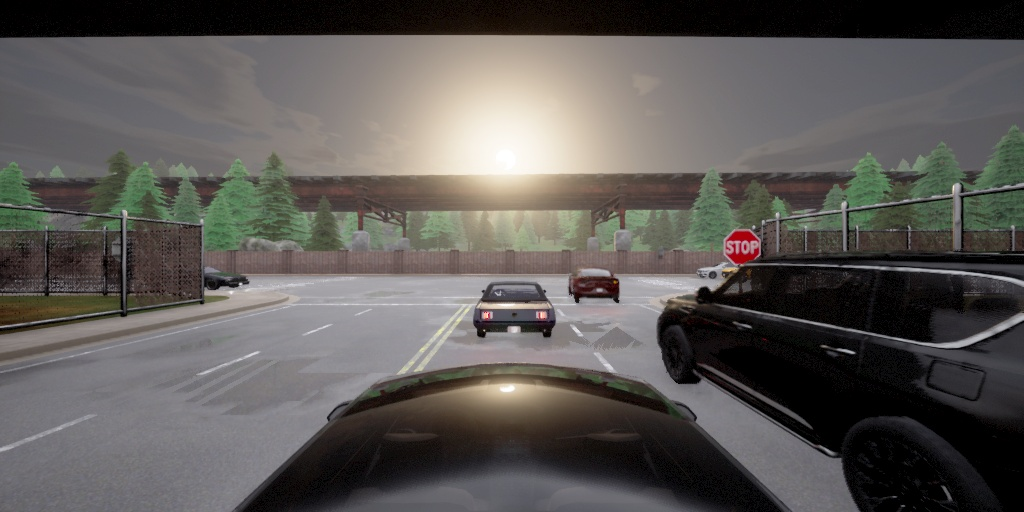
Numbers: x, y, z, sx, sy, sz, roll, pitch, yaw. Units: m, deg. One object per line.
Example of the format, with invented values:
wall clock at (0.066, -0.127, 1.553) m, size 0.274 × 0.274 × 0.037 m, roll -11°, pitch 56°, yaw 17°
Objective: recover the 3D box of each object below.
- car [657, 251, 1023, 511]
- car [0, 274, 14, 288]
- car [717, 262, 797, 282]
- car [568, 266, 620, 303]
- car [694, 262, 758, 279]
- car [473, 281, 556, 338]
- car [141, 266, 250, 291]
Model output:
car at (3.597, 0.974, 3.869) m, size 2.150 × 2.045 × 5.566 m, roll 0°, pitch 0°, yaw 0°
car at (-33.106, 1.350, 21.384) m, size 4.718 × 1.301 × 1.895 m, roll 0°, pitch 0°, yaw -1°
car at (19.305, 1.228, 28.397) m, size 5.008 × 1.535 × 1.882 m, roll 0°, pitch 0°, yaw 0°
car at (3.758, 1.228, 16.902) m, size 1.882 × 1.535 × 5.008 m, roll 0°, pitch 0°, yaw 5°
car at (18.940, 1.276, 31.881) m, size 4.674 × 1.442 × 1.812 m, roll 0°, pitch 0°, yaw 0°
car at (0.058, 1.351, 10.216) m, size 1.895 × 1.301 × 4.718 m, roll 0°, pitch 0°, yaw 0°
car at (-18.970, 1.297, 21.530) m, size 5.357 × 1.411 × 2.033 m, roll 0°, pitch 0°, yaw -1°
